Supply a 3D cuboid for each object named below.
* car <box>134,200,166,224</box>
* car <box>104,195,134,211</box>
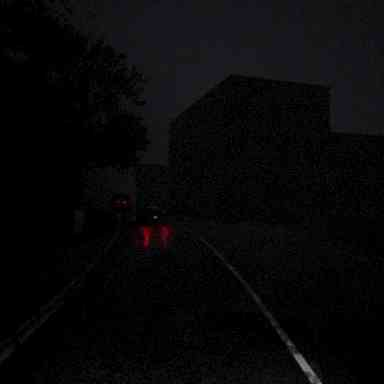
[{"bbox_3d":[-3.147,1.571,25.575,1.812,1.442,4.674,0,0,-14],"label":"car"},{"bbox_3d":[-9.170,1.337,42.078,2.150,2.045,5.566,0,0,-25],"label":"car"}]
